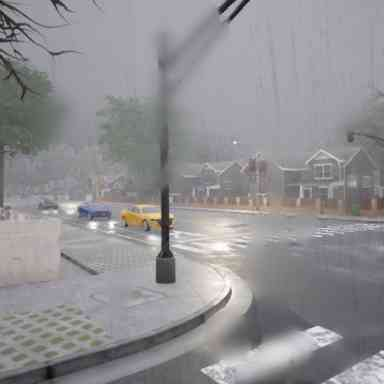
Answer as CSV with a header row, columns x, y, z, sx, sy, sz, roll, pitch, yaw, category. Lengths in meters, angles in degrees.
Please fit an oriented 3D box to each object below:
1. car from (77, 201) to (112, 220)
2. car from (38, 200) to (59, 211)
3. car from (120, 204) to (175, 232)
x,y,z,sx,sy,sz,roll,pitch,yaw,category
-8.855,1.622,29.942,1.882,1.535,5.008,-1,0,-35,car
-19.552,1.759,45.120,2.033,1.411,5.357,-1,0,-35,car
-2.981,1.588,21.652,1.882,1.535,5.008,-1,0,-35,car
